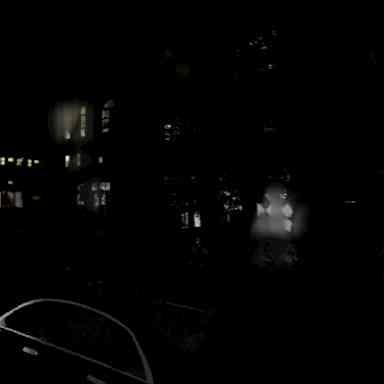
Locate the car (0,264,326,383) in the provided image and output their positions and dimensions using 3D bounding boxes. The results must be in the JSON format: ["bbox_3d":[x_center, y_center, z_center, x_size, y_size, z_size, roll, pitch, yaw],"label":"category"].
[{"bbox_3d":[-0.936,1.578,3.546,4.403,1.369,2.008,-1,0,36],"label":"car"}]

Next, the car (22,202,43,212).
[{"bbox_3d":[-21.606,2.121,47.166,1.887,1.381,4.507,-1,-1,35],"label":"car"}]

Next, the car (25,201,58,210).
[{"bbox_3d":[-25.417,2.211,56.399,1.752,1.417,4.829,-1,-1,35],"label":"car"}]
